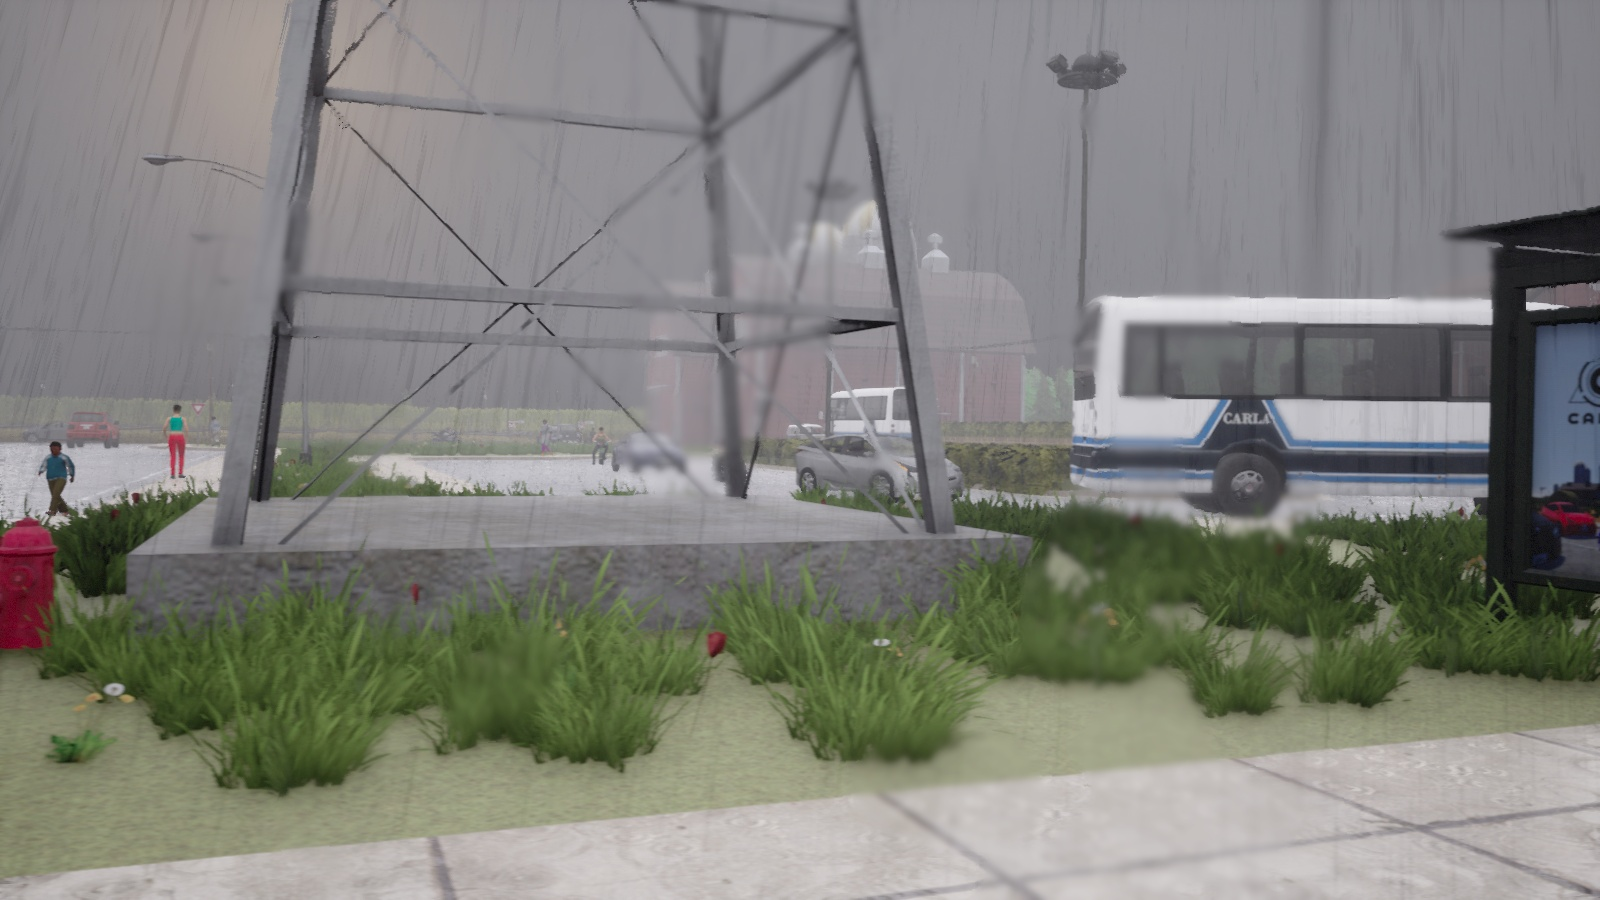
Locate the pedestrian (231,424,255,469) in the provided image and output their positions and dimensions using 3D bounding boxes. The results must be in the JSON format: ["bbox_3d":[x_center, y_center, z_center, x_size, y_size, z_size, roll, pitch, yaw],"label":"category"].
[{"bbox_3d":[-23.446,-0.164,52.872,0.874,1.855,0.900,-1,1,-24],"label":"pedestrian"}]

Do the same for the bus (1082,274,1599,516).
[{"bbox_3d":[11.009,-1.006,24.420,10.273,4.253,3.944,0,1,4],"label":"bus"}]

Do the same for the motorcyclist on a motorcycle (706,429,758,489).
[{"bbox_3d":[-1.962,0.239,35.821,0.766,1.649,2.350,-1,1,-21],"label":"motorcyclist on a motorcycle"}]

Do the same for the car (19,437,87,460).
[{"bbox_3d":[-50.305,-0.095,84.646,3.633,1.501,1.845,-1,1,-21],"label":"car"}]

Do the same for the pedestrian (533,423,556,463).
[{"bbox_3d":[-12.524,-0.365,61.654,0.659,1.952,0.873,0,1,44],"label":"pedestrian"}]

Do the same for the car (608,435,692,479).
[{"bbox_3d":[-5.377,0.210,44.520,1.812,1.442,4.674,-1,1,-21],"label":"car"}]

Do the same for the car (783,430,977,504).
[{"bbox_3d":[1.713,0.320,28.423,2.007,1.525,4.514,-1,1,-35],"label":"car"}]

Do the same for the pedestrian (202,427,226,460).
[{"bbox_3d":[-32.909,-0.361,70.532,0.900,1.855,0.874,0,1,34],"label":"pedestrian"}]

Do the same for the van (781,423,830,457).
[{"bbox_3d":[0.302,-0.623,78.376,2.069,2.038,4.480,-1,0,-13],"label":"van"}]

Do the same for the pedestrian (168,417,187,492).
[{"bbox_3d":[-15.259,0.106,30.780,0.345,1.836,0.594,-1,1,-21],"label":"pedestrian"}]

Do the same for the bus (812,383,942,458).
[{"bbox_3d":[4.494,-1.729,76.670,3.944,4.253,10.273,-1,1,-22],"label":"bus"}]

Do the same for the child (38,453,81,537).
[{"bbox_3d":[-10.726,0.640,18.205,0.343,1.192,0.448,0,1,-1],"label":"child"}]

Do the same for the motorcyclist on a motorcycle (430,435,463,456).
[{"bbox_3d":[-25.479,-0.322,90.443,2.191,1.530,0.866,-1,1,-21],"label":"motorcyclist on a motorcycle"}]

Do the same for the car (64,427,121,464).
[{"bbox_3d":[-40.653,-0.277,72.266,2.150,2.045,5.566,-1,0,-22],"label":"car"}]
